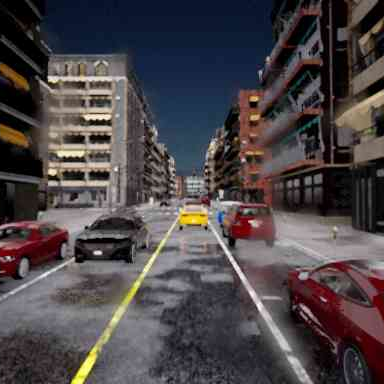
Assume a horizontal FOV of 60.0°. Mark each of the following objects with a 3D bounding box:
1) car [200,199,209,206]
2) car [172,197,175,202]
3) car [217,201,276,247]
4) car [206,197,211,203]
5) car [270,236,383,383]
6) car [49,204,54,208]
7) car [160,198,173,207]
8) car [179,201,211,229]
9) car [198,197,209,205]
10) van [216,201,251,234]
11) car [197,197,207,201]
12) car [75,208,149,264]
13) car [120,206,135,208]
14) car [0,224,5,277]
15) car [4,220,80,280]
[{"bbox_3d":[2.594,2.169,70.774,1.752,1.417,4.829,1,-1,0],"label":"car"},{"bbox_3d":[-5.286,2.208,70.561,1.947,1.339,4.313,1,-1,0],"label":"car"},{"bbox_3d":[2.556,1.447,15.806,2.192,1.841,5.009,1,-1,0],"label":"car"},{"bbox_3d":[2.597,1.904,65.047,2.192,1.841,5.009,1,-1,0],"label":"car"},{"bbox_3d":[2.549,1.620,4.741,1.802,1.307,4.206,1,0,0],"label":"car"},{"bbox_3d":[-24.435,2.152,52.739,4.829,1.417,1.752,0,-2,0],"label":"car"},{"bbox_3d":[-5.287,2.154,65.001,1.947,1.339,4.313,1,-1,0],"label":"car"},{"bbox_3d":[0.103,1.677,23.376,1.882,1.535,5.008,0,0,0],"label":"car"},{"bbox_3d":[2.598,2.013,76.171,2.192,1.841,5.009,1,-1,0],"label":"car"},{"bbox_3d":[2.556,1.522,21.337,1.690,1.788,3.998,1,-1,0],"label":"van"},{"bbox_3d":[0.145,1.649,33.807,2.097,1.767,4.553,0,-1,1],"label":"car"},{"bbox_3d":[-2.813,1.580,12.503,1.882,1.535,5.008,0,-1,0],"label":"car"},{"bbox_3d":[-5.295,1.814,26.922,1.802,1.307,4.206,1,-1,0],"label":"car"},{"bbox_3d":[-5.291,1.354,4.800,2.192,1.841,5.009,1,0,0],"label":"car"},{"bbox_3d":[-5.296,1.629,10.329,1.887,1.381,4.507,1,0,0],"label":"car"}]
